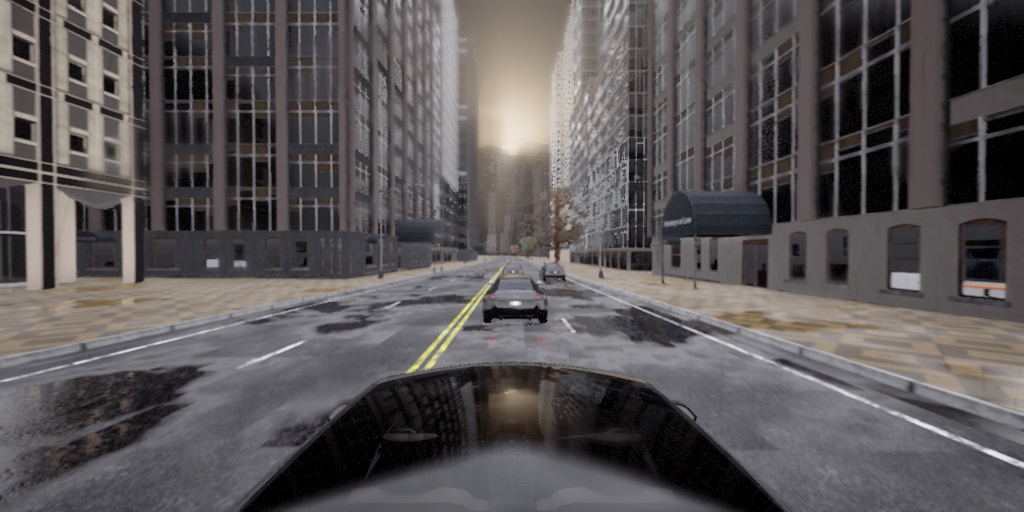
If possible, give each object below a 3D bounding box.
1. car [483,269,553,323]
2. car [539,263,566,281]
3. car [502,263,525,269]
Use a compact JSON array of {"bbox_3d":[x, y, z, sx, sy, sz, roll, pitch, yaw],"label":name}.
[{"bbox_3d":[0.101,1.324,12.238,1.994,1.385,4.181,0,0,0],"label":"car"},{"bbox_3d":[3.348,1.317,30.224,2.033,1.411,5.357,0,0,0],"label":"car"},{"bbox_3d":[0.102,1.317,30.649,2.033,1.411,5.357,0,0,0],"label":"car"}]
